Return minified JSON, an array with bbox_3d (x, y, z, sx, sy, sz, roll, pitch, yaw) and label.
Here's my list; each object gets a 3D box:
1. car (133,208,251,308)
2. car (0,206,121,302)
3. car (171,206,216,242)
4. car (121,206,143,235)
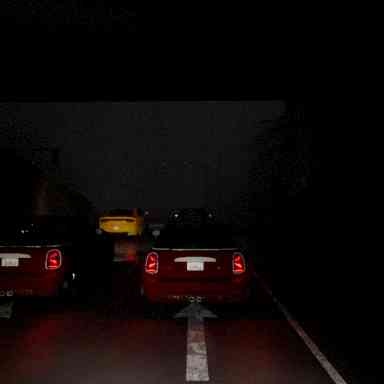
[{"bbox_3d":[0.067,1.352,8.092,2.097,1.767,4.553,0,0,0],"label":"car"},{"bbox_3d":[-3.428,1.352,8.419,2.097,1.767,4.553,0,0,0],"label":"car"},{"bbox_3d":[0.068,1.547,17.618,2.033,1.411,5.357,0,0,0],"label":"car"},{"bbox_3d":[-3.433,1.478,17.508,1.882,1.535,5.008,0,0,0],"label":"car"}]
